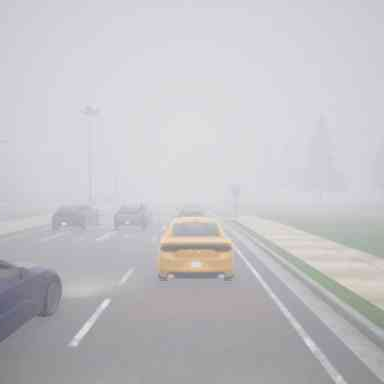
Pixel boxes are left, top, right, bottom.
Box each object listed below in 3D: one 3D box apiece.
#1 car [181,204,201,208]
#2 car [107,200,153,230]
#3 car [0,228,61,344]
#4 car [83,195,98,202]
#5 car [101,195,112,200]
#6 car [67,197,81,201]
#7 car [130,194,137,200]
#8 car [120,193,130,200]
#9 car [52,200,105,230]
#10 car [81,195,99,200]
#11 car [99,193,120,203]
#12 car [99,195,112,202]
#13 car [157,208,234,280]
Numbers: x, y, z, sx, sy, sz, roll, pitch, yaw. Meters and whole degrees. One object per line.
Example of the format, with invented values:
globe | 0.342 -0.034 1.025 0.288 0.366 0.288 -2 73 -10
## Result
car | -0.067 1.512 21.977 1.812 1.442 4.674 0 0 -1
car | -3.561 1.478 20.759 2.128 1.511 4.902 0 0 -1
car | -3.417 1.523 4.468 1.812 1.442 4.674 0 0 0
car | -23.286 1.430 76.166 1.882 1.535 5.008 0 0 0
car | -23.287 1.531 90.799 1.895 1.301 4.718 0 0 0
car | -23.286 1.553 66.329 1.895 1.301 4.718 0 0 0
car | -16.287 1.415 90.803 1.882 1.535 5.008 0 0 0
car | -16.286 1.177 76.180 2.150 2.045 5.566 0 0 0
car | -7.083 1.492 20.718 1.837 1.490 4.892 0 0 -1
car | -19.786 1.498 66.679 2.033 1.411 5.357 0 0 0
car | -16.286 1.311 66.170 2.097 1.767 4.553 0 0 0
car | -19.786 1.505 76.240 1.994 1.385 4.181 0 0 0
car | 0.083 1.471 9.956 1.882 1.535 5.008 0 0 0
